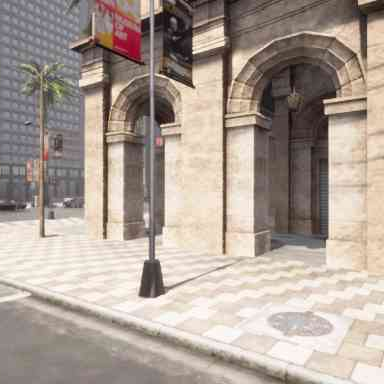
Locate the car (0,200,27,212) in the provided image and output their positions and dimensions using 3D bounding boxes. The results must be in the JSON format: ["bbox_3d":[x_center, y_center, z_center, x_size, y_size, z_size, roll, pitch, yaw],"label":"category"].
[{"bbox_3d":[-21.159,1.598,37.037,1.895,1.301,4.718,0,0,36],"label":"car"}]

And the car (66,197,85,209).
[{"bbox_3d":[-14.477,1.502,46.345,1.837,1.490,4.892,0,0,36],"label":"car"}]

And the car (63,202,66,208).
[{"bbox_3d":[-16.554,1.510,48.755,2.161,1.482,4.786,0,0,35],"label":"car"}]
